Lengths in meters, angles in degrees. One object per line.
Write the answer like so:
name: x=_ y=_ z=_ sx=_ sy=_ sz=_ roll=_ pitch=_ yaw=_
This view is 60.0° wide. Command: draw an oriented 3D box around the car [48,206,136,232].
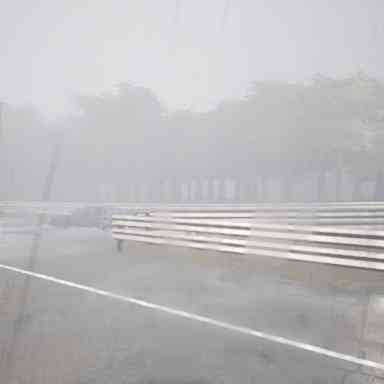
car: x=-5.934 y=1.551 z=20.075 sx=5.357 sy=1.411 sz=2.033 roll=0 pitch=0 yaw=18
